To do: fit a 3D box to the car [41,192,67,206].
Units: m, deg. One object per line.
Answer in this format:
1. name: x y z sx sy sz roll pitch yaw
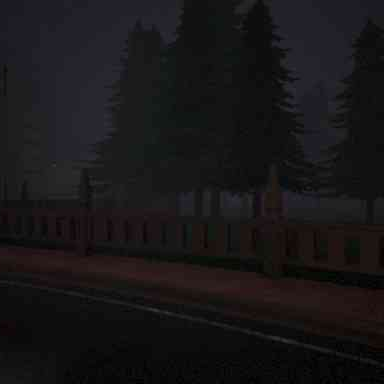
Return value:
1. car: -19.002 1.066 47.552 2.150 2.045 5.566 0 0 21
